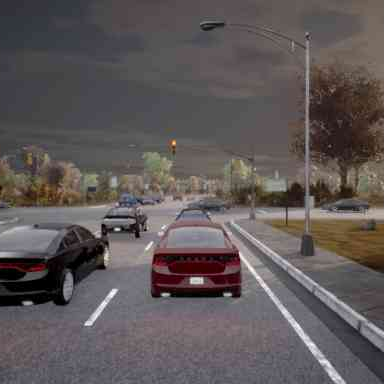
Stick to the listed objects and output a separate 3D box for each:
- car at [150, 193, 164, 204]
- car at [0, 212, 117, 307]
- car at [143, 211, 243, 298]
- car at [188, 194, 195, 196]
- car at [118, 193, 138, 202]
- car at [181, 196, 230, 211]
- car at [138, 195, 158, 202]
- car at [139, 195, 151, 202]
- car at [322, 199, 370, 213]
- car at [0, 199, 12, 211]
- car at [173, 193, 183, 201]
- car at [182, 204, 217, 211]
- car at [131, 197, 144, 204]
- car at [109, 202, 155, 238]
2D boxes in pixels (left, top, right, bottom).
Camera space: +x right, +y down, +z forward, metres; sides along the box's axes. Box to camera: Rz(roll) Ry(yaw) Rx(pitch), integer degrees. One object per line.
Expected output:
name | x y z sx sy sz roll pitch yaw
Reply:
car | -7.192 1.221 64.515 2.150 2.045 5.566 0 0 1
car | -3.416 1.478 8.106 1.882 1.535 5.008 0 0 0
car | 0.082 1.478 8.580 1.882 1.535 5.008 0 0 0
car | -0.198 1.348 85.774 2.097 1.767 4.553 0 0 0
car | -10.681 1.221 55.821 2.150 2.045 5.566 0 0 2
car | 1.655 1.507 35.962 4.892 1.490 1.837 1 -1 -17
car | -7.219 1.564 55.402 1.994 1.385 4.181 0 0 -1
car | -10.679 1.500 75.869 1.837 1.490 4.892 0 0 0
car | 16.970 1.503 36.771 4.892 1.490 1.837 0 0 3
car | -23.689 1.491 38.966 4.902 1.511 2.128 0 0 3
car | -3.697 1.217 85.409 2.150 2.045 5.566 0 0 0
car | 0.062 1.564 17.569 1.994 1.385 4.181 0 0 0
car | -10.681 1.601 65.588 1.895 1.301 4.718 0 0 0
car | -3.432 1.491 17.592 2.128 1.511 4.902 0 0 -1
